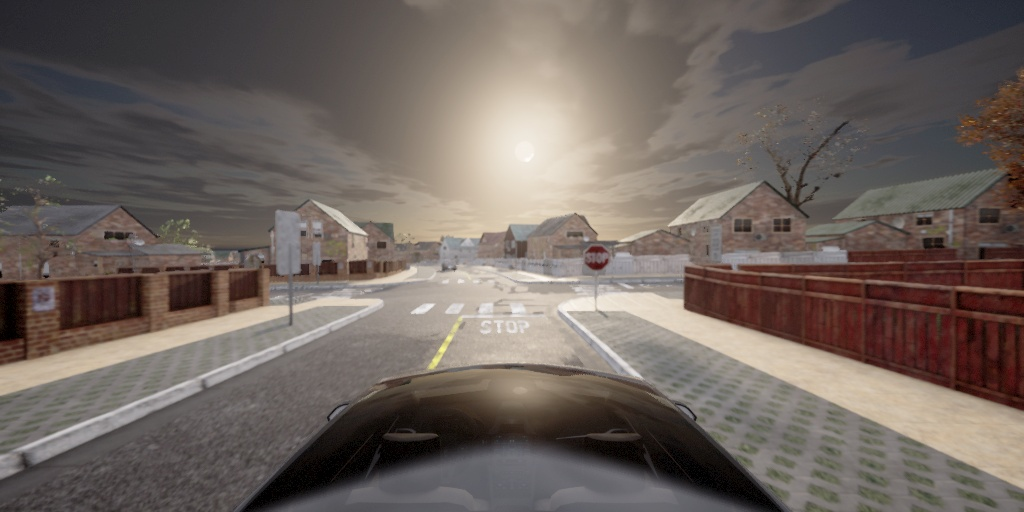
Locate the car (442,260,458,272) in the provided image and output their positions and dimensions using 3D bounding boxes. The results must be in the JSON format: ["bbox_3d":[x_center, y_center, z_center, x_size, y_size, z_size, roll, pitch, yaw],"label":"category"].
[{"bbox_3d":[-8.431,1.319,48.360,2.128,1.511,4.902,0,0,-13],"label":"car"}]
